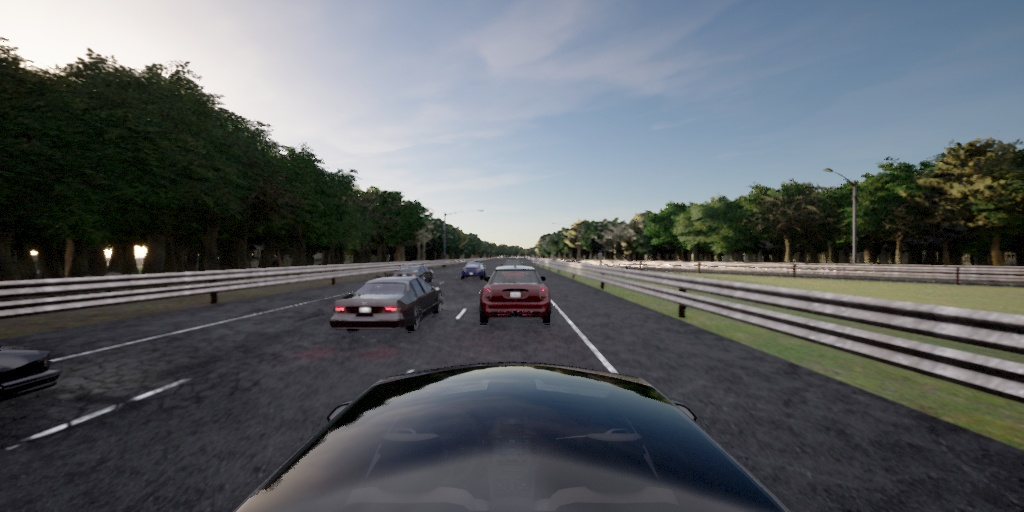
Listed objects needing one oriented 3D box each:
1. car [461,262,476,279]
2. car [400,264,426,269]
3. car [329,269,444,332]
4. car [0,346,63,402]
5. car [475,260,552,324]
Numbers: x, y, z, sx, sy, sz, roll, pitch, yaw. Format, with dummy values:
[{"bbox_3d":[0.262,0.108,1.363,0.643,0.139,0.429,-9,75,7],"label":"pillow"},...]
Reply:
[{"bbox_3d":[-3.405,1.284,32.177,1.812,1.442,4.674,0,0,0],"label":"car"},{"bbox_3d":[-6.908,1.300,25.536,2.033,1.411,5.357,0,0,0],"label":"car"},{"bbox_3d":[-3.407,1.296,10.815,2.033,1.411,5.357,0,0,0],"label":"car"},{"bbox_3d":[-6.906,1.265,2.216,2.033,1.411,5.357,0,0,0],"label":"car"},{"bbox_3d":[0.098,1.099,12.170,2.097,1.767,4.553,0,0,0],"label":"car"}]
